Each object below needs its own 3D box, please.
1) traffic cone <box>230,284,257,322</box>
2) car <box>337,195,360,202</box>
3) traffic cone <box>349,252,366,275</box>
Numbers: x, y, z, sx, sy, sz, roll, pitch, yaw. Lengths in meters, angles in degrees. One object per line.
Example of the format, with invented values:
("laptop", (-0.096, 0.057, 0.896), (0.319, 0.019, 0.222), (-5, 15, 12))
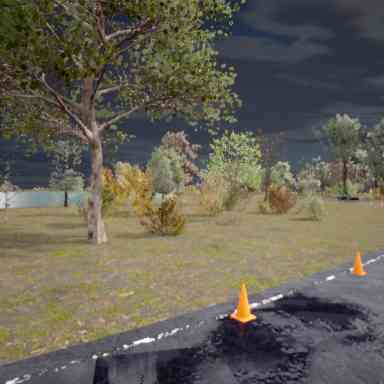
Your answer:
("traffic cone", (0.919, 1.949, 5.949), (0.340, 0.580, 0.340), (0, 0, -39))
("car", (29.995, 1.186, 63.867), (1.895, 1.301, 4.718), (1, 1, -7))
("traffic cone", (4.563, 1.939, 9.136), (0.340, 0.580, 0.340), (0, 0, -43))
